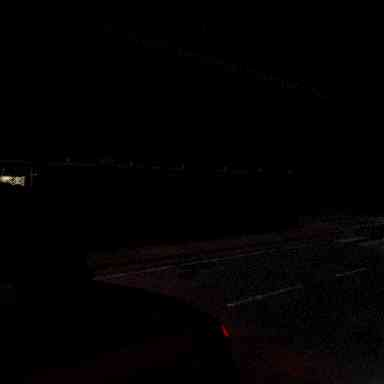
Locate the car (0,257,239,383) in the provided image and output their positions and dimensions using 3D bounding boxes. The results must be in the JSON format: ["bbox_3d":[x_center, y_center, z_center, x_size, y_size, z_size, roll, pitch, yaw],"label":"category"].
[{"bbox_3d":[-1.606,1.563,2.828,4.181,1.385,1.994,0,0,-35],"label":"car"}]

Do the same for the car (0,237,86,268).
[{"bbox_3d":[-4.012,1.527,5.414,4.674,1.442,1.812,0,0,-35],"label":"car"}]
